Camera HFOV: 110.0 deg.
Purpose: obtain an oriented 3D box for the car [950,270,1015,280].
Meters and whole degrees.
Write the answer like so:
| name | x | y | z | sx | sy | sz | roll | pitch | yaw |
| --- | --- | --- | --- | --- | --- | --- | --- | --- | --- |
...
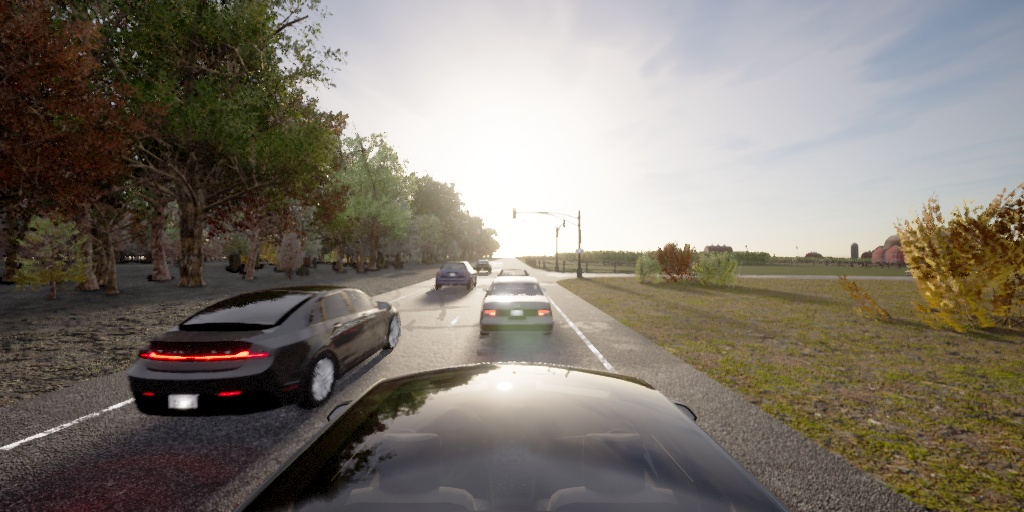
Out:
| name | x | y | z | sx | sy | sz | roll | pitch | yaw |
| --- | --- | --- | --- | --- | --- | --- | --- | --- | --- |
| car | 51.385 | 1.895 | 38.888 | 4.718 | 1.301 | 1.895 | 1 | -1 | 1 |

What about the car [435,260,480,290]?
| name | x | y | z | sx | sy | sz | roll | pitch | yaw |
| --- | --- | --- | --- | --- | --- | --- | --- | --- | --- |
| car | -3.421 | 1.099 | 22.741 | 2.097 | 1.767 | 4.553 | 0 | 0 | 0 |

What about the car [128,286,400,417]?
| name | x | y | z | sx | sy | sz | roll | pitch | yaw |
| --- | --- | --- | --- | --- | --- | --- | --- | --- | --- |
| car | -3.405 | 1.254 | 6.133 | 1.837 | 1.490 | 4.892 | 0 | 0 | 0 |

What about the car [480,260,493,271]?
| name | x | y | z | sx | sy | sz | roll | pitch | yaw |
| --- | --- | --- | --- | --- | --- | --- | --- | --- | --- |
| car | -3.440 | 1.247 | 44.074 | 1.837 | 1.490 | 4.892 | 0 | 0 | 0 |

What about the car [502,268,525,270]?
| name | x | y | z | sx | sy | sz | roll | pitch | yaw |
| --- | --- | --- | --- | --- | --- | --- | --- | --- | --- |
| car | 0.081 | 1.348 | 20.034 | 1.895 | 1.301 | 4.718 | 0 | 0 | 0 |

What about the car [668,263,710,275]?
| name | x | y | z | sx | sy | sz | roll | pitch | yaw |
| --- | --- | --- | --- | --- | --- | --- | --- | --- | --- |
| car | 21.220 | 1.571 | 42.631 | 5.357 | 1.411 | 2.033 | 1 | -1 | 0 |

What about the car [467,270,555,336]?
| name | x | y | z | sx | sy | sz | roll | pitch | yaw |
| --- | --- | --- | --- | --- | --- | --- | --- | --- | --- |
| car | 0.087 | 1.296 | 10.384 | 2.033 | 1.411 | 5.357 | 0 | 0 | 0 |
